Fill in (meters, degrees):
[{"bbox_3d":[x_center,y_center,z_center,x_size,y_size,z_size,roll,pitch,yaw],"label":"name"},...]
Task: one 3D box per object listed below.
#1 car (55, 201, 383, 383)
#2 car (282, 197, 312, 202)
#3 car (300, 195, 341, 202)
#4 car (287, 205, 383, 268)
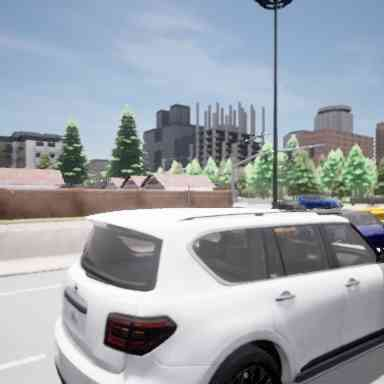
[{"bbox_3d":[1.130,1.237,4.549,5.566,2.045,2.150,1,0,-35],"label":"car"},{"bbox_3d":[11.304,1.637,37.611,1.882,1.535,5.008,1,0,-5],"label":"car"},{"bbox_3d":[16.043,1.416,41.936,2.150,2.045,5.566,0,0,-42],"label":"car"},{"bbox_3d":[5.820,1.412,12.173,4.553,1.767,2.097,0,0,-35],"label":"car"}]
